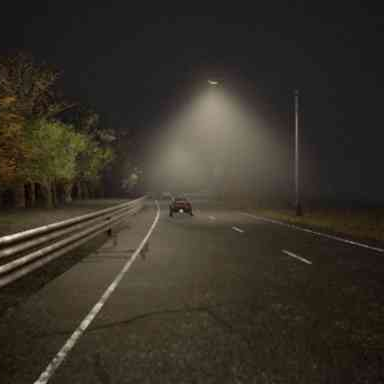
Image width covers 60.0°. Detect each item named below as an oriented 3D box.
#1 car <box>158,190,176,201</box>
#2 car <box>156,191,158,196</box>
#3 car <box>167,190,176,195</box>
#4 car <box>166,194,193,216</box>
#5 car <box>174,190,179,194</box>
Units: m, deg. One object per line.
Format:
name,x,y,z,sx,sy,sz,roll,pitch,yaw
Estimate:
car,-4.583,0.841,59.347,2.033,1.411,5.357,0,1,-7
car,-8.709,0.427,90.085,2.128,1.511,4.902,0,1,-7
car,-5.836,0.201,95.093,2.033,1.411,5.357,0,1,-7
car,-1.006,1.183,27.937,1.837,1.490,4.892,0,0,-4
car,-4.532,0.304,85.141,2.097,1.767,4.553,0,1,-7
